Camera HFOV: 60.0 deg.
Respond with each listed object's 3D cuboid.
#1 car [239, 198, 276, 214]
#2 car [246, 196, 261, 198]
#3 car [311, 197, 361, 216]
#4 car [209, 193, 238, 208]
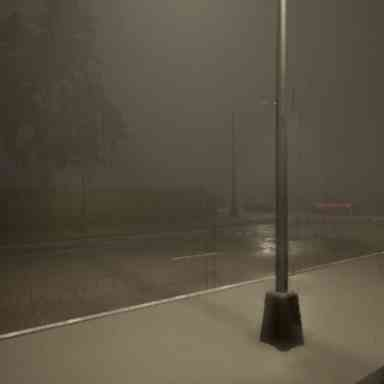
[{"bbox_3d":[7.678,1.603,36.027,1.895,1.301,4.718,0,0,-35],"label":"car"},{"bbox_3d":[10.227,1.480,57.022,1.837,1.490,4.892,0,0,-35],"label":"car"},{"bbox_3d":[14.174,1.354,32.897,2.097,1.767,4.553,0,0,-35],"label":"car"},{"bbox_3d":[4.103,1.217,47.162,2.150,2.045,5.566,0,0,-35],"label":"car"}]
